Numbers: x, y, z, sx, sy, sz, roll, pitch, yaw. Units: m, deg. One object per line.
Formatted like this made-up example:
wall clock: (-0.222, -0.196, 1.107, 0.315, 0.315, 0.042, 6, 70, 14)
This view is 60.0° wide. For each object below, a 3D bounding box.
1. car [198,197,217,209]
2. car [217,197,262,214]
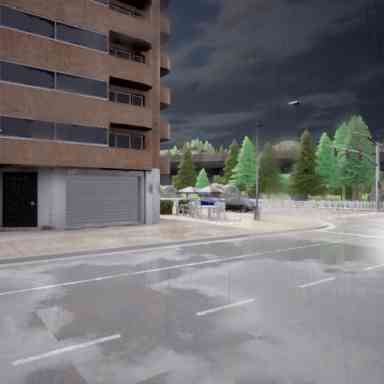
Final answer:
car: (2.865, 1.422, 44.185, 1.882, 1.535, 5.008, 0, 0, -39)
car: (5.203, 1.296, 35.254, 2.097, 1.767, 4.553, 0, 0, -36)
